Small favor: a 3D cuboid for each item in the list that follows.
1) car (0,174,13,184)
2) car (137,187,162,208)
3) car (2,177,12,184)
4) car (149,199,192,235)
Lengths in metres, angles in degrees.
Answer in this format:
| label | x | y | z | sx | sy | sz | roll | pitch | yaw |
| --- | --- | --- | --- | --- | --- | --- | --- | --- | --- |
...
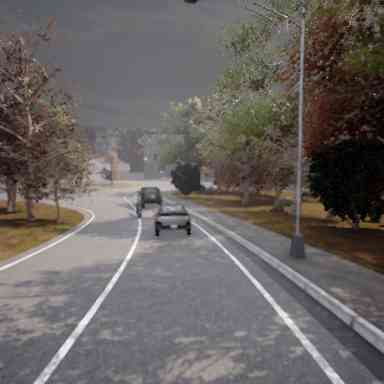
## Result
| label | x | y | z | sx | sy | sz | roll | pitch | yaw |
| --- | --- | --- | --- | --- | --- | --- | --- | --- | --- |
| car | -44.085 | -2.935 | 75.969 | 2.150 | 2.045 | 5.566 | 2 | 5 | 24 |
| car | -4.603 | 0.442 | 35.645 | 2.150 | 2.045 | 5.566 | -1 | 4 | -15 |
| car | -41.263 | -2.482 | 74.399 | 2.033 | 1.411 | 5.357 | 2 | 5 | 24 |
| car | -1.153 | 1.395 | 18.240 | 2.128 | 1.511 | 4.902 | -1 | 1 | -7 |
